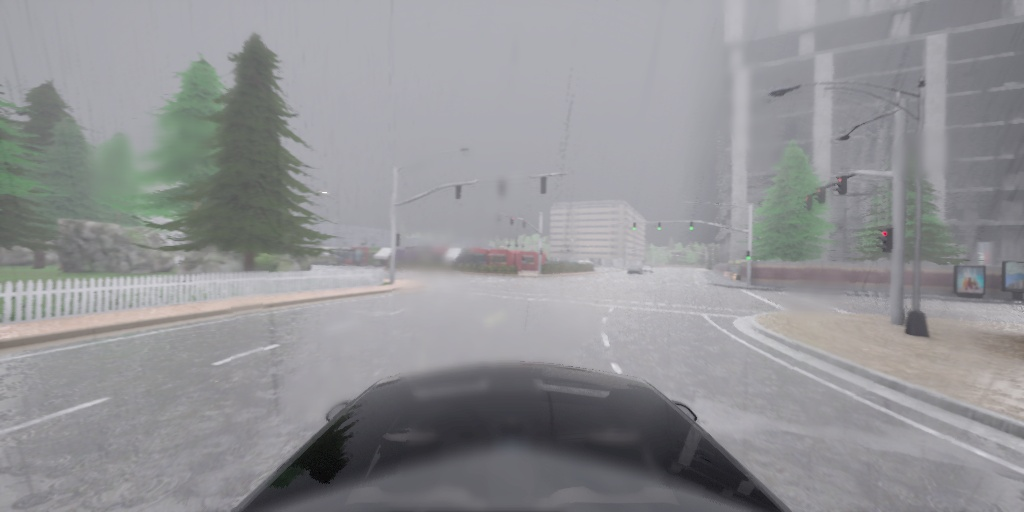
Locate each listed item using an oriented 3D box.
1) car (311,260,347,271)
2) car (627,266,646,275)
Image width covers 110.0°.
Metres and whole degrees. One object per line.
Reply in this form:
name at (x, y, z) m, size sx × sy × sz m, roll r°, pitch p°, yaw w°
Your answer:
car at (-21.447, 1.115, 41.618) m, size 4.718 × 1.301 × 1.895 m, roll 1°, pitch -1°, yaw 27°
car at (20.226, 2.345, 58.930) m, size 1.882 × 1.535 × 5.008 m, roll 1°, pitch -1°, yaw 27°
